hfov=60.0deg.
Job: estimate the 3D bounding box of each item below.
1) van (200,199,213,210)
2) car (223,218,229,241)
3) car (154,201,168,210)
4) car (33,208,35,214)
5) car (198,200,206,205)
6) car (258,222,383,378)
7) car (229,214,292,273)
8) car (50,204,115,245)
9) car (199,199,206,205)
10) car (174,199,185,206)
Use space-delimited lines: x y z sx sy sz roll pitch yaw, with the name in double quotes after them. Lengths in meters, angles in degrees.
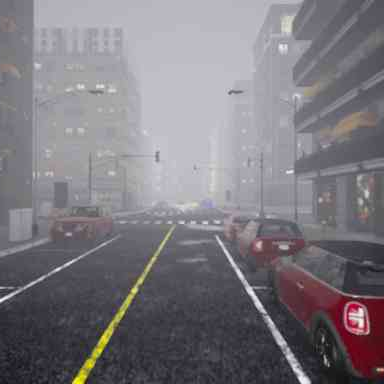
2.590 2.045 54.872 1.690 1.788 3.998 0 -1 0 "van"
2.572 1.764 16.830 1.887 1.381 4.507 0 -1 0 "car"
-5.257 2.288 55.034 1.802 1.307 4.206 0 -1 0 "car"
-21.594 2.308 41.016 4.507 1.381 1.887 -1 0 0 "car"
2.606 2.701 88.469 1.802 1.307 4.206 0 -1 0 "car"
2.567 1.515 5.643 1.967 1.590 4.097 0 -1 0 "car"
2.569 1.588 11.237 1.967 1.590 4.097 0 -1 0 "car"
-5.309 1.535 16.836 2.192 1.841 5.009 0 -1 0 "car"
2.604 2.578 83.040 1.752 1.417 4.829 0 -1 0 "car"
-2.712 2.516 81.990 1.882 1.535 5.008 0 -1 0 "car"
